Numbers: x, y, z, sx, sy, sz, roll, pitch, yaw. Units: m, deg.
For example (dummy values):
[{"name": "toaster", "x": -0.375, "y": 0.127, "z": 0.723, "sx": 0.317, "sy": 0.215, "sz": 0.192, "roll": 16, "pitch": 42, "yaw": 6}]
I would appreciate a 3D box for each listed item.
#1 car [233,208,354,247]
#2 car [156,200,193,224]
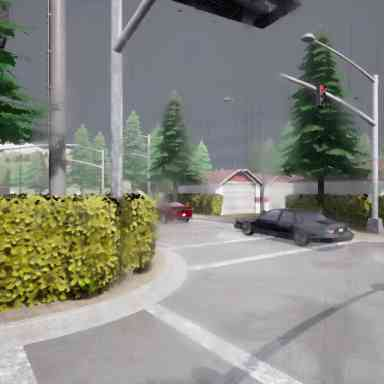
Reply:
[{"name": "car", "x": 4.253, "y": 1.420, "z": 14.787, "sx": 2.033, "sy": 1.411, "sz": 5.357, "roll": 0, "pitch": 2, "yaw": -35}, {"name": "car", "x": -1.945, "y": 1.303, "z": 23.380, "sx": 1.882, "sy": 1.535, "sz": 5.008, "roll": -1, "pitch": 1, "yaw": -35}]
